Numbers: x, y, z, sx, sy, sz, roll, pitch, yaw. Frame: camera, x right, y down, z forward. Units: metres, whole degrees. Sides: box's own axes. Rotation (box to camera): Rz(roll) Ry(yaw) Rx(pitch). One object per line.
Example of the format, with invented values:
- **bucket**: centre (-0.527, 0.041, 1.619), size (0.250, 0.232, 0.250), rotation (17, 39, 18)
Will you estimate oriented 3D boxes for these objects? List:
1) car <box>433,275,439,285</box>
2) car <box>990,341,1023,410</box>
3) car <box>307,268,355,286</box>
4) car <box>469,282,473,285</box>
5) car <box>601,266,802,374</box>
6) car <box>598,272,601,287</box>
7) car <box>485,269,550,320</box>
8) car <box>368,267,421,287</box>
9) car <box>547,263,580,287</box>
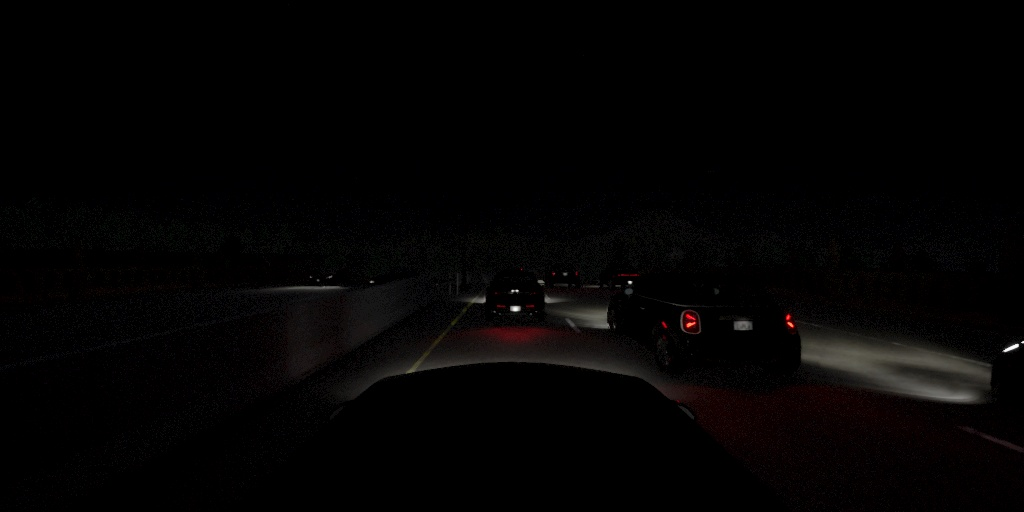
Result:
- **car**: centre (-10.538, 3.127, 45.390), size (2.128, 1.511, 4.902), rotation (0, -7, 0)
- **car**: centre (7.100, 1.102, 2.578), size (2.097, 1.767, 4.553), rotation (0, 0, 0)
- **car**: centre (-14.087, 1.630, 28.390), size (1.812, 1.442, 4.674), rotation (0, -3, 0)
- **car**: centre (-7.000, 5.290, 63.926), size (1.837, 1.490, 4.892), rotation (0, -7, 0)
- **car**: centre (3.600, 1.103, 7.709), size (2.097, 1.767, 4.553), rotation (0, 0, 0)
- **car**: centre (7.099, 1.409, 23.980), size (1.837, 1.490, 4.892), rotation (0, -2, 0)
- **car**: centre (0.099, 1.258, 12.681), size (1.837, 1.490, 4.892), rotation (0, 0, 0)
- **car**: centre (-7.088, 1.403, 22.389), size (2.033, 1.411, 5.357), rotation (0, -2, 0)
- **car**: centre (3.600, 1.355, 26.354), size (2.097, 1.767, 4.553), rotation (0, -3, 0)
